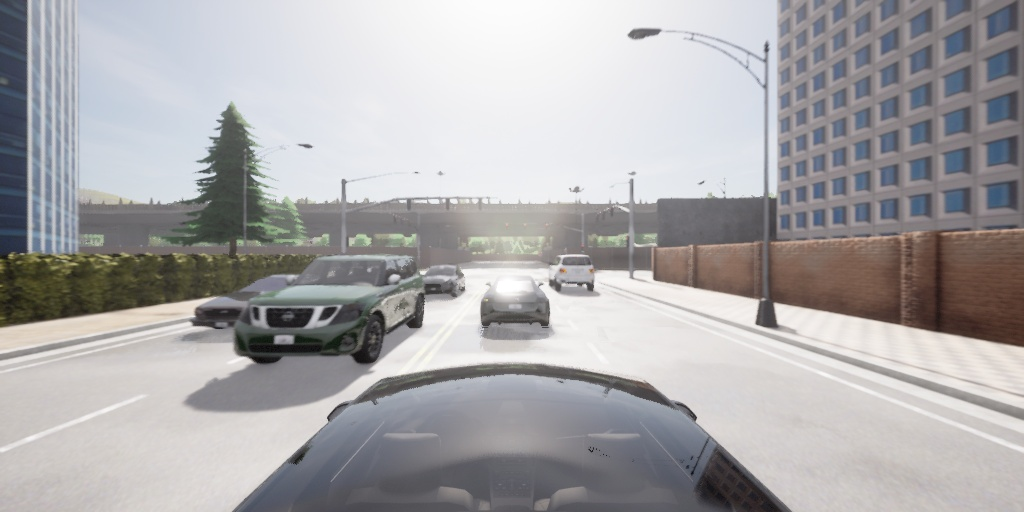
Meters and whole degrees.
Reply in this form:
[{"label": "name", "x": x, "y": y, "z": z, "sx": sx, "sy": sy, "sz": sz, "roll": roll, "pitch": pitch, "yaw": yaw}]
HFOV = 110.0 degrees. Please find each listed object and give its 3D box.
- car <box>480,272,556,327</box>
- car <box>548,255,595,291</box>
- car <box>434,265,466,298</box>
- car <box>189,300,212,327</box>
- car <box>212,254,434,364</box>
[{"label": "car", "x": 0.091, "y": 1.301, "z": 11.445, "sx": 1.994, "sy": 1.385, "sz": 4.181, "roll": 0, "pitch": 0, "yaw": 0}, {"label": "car", "x": 3.490, "y": 0.945, "z": 21.704, "sx": 2.150, "sy": 2.045, "sz": 5.566, "roll": 0, "pitch": 0, "yaw": 0}, {"label": "car", "x": -3.518, "y": 1.236, "z": 18.480, "sx": 1.837, "sy": 1.490, "sz": 4.892, "roll": 0, "pitch": 0, "yaw": 0}, {"label": "car", "x": -7.084, "y": 1.286, "z": 11.420, "sx": 2.033, "sy": 1.411, "sz": 5.357, "roll": 0, "pitch": 0, "yaw": 0}, {"label": "car", "x": -3.591, "y": 0.963, "z": 8.413, "sx": 2.150, "sy": 2.045, "sz": 5.566, "roll": 0, "pitch": 0, "yaw": 0}]
